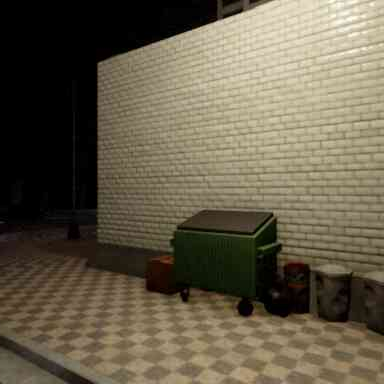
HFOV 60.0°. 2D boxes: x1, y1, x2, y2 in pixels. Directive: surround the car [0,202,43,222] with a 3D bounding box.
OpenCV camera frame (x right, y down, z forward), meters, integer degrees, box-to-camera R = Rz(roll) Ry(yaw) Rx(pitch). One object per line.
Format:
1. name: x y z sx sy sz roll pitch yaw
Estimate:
1. car: -14.496 1.600 27.243 1.994 1.385 4.181 0 0 35
